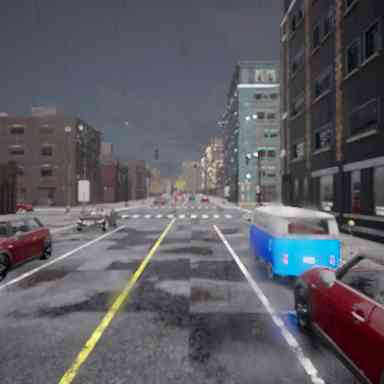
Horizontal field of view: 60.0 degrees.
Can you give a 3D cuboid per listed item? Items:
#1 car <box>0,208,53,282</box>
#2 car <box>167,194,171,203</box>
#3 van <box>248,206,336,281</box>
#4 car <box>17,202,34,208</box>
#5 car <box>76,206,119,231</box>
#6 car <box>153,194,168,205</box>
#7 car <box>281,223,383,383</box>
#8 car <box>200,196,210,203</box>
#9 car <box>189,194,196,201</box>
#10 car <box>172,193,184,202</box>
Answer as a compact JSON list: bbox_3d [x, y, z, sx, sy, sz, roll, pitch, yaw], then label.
[{"bbox_3d":[-5.671,1.443,9.570,1.967,1.590,4.097,1,0,0],"label":"car"},{"bbox_3d":[-5.659,1.556,64.021,1.887,1.381,4.507,1,0,0],"label":"car"},{"bbox_3d":[2.710,1.343,9.560,1.690,1.788,3.998,1,0,0],"label":"van"},{"bbox_3d":[-19.290,1.621,35.642,4.507,1.381,1.887,0,-1,1],"label":"car"},{"bbox_3d":[-5.671,1.556,20.384,2.008,1.369,4.403,1,0,0],"label":"car"},{"bbox_3d":[-5.736,1.555,58.339,1.887,1.381,4.507,1,0,0],"label":"car"},{"bbox_3d":[2.707,1.441,4.153,1.967,1.590,4.097,1,0,0],"label":"car"},{"bbox_3d":[2.725,1.451,69.767,1.967,1.590,4.097,1,0,0],"label":"car"},{"bbox_3d":[0.024,1.546,86.008,2.033,1.411,5.357,0,0,0],"label":"car"},{"bbox_3d":[-2.979,1.238,78.300,2.150,2.045,5.566,0,0,0],"label":"car"}]
